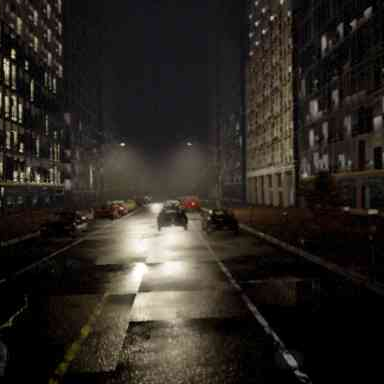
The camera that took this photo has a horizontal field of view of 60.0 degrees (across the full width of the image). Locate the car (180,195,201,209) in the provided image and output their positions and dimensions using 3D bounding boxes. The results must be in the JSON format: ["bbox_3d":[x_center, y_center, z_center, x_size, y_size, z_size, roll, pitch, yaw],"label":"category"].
[{"bbox_3d":[-0.015,1.474,41.546,2.192,1.841,5.009,-1,0,-4],"label":"car"}]

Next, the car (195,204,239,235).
[{"bbox_3d":[1.519,1.601,18.862,2.008,1.369,4.403,-1,0,-4],"label":"car"}]

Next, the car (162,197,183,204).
[{"bbox_3d":[-2.506,1.682,40.021,2.128,1.511,4.902,-1,0,-4],"label":"car"}]

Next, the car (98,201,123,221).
[{"bbox_3d":[-7.605,1.808,29.640,1.802,1.307,4.206,-1,0,-4],"label":"car"}]

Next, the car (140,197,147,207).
[{"bbox_3d":[-9.516,1.927,57.994,1.947,1.339,4.313,-1,0,-4],"label":"car"}]

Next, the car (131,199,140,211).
[{"bbox_3d":[-8.740,1.832,46.483,1.752,1.417,4.829,-1,0,-4],"label":"car"}]

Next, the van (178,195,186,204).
[{"bbox_3d":[-2.306,1.660,75.570,1.690,1.788,3.998,-1,0,-4],"label":"van"}]

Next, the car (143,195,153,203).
[{"bbox_3d":[-11.431,1.807,86.348,2.192,1.841,5.009,-1,0,-4],"label":"car"}]

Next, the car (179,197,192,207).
[{"bbox_3d":[-1.157,1.680,58.558,1.967,1.590,4.097,-1,0,-4],"label":"car"}]

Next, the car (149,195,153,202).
[{"bbox_3d":[-11.046,1.906,80.677,1.967,1.590,4.097,-1,0,-4],"label":"car"}]

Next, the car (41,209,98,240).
[{"bbox_3d":[-6.841,1.723,18.298,2.008,1.369,4.403,-1,0,-4],"label":"car"}]

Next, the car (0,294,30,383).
[{"bbox_3d":[-3.067,1.656,2.426,1.895,1.301,4.718,-1,0,-4],"label":"car"}]

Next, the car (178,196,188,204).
[{"bbox_3d":[-1.922,1.732,69.900,1.967,1.590,4.097,-1,0,-4],"label":"car"}]

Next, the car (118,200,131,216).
[{"bbox_3d":[-7.990,1.694,35.311,1.967,1.590,4.097,-1,0,-4],"label":"car"}]

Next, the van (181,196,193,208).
[{"bbox_3d":[-0.778,1.554,52.888,1.690,1.788,3.998,-1,0,-4],"label":"van"}]

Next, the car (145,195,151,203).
[{"bbox_3d":[-10.280,1.965,69.336,2.008,1.369,4.403,-1,0,-4],"label":"car"}]

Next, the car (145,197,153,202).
[{"bbox_3d":[-11.807,2.100,92.018,1.802,1.307,4.206,-1,0,-4],"label":"car"}]

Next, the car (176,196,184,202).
[{"bbox_3d":[-3.447,1.947,92.582,2.008,1.369,4.403,-1,0,-4],"label":"car"}]

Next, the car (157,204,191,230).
[{"bbox_3d":[-1.285,1.704,21.824,1.895,1.301,4.718,-1,0,-4],"label":"car"}]
